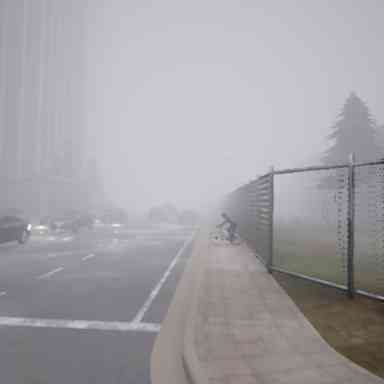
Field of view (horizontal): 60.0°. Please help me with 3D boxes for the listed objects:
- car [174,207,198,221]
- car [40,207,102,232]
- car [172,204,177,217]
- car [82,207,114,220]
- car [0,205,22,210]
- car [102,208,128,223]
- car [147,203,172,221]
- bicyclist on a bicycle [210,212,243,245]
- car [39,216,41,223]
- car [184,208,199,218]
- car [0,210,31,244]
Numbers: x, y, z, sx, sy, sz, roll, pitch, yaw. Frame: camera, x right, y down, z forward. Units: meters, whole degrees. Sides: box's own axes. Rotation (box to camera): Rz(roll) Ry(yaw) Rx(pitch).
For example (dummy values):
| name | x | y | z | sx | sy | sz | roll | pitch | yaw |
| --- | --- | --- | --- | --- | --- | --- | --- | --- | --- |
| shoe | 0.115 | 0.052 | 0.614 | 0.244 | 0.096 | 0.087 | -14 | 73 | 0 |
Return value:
| name | x | y | z | sx | sy | sz | roll | pitch | yaw |
| --- | --- | --- | --- | --- | --- | --- | --- | --- | --- |
| car | -0.630 | 2.875 | 41.420 | 1.994 | 1.385 | 4.181 | 1 | -2 | 4 |
| car | -8.788 | 2.083 | 24.714 | 2.128 | 1.511 | 4.902 | 1 | -2 | 3 |
| car | -3.568 | 2.799 | 51.603 | 2.150 | 2.045 | 5.566 | 1 | -2 | 4 |
| car | -11.306 | 2.598 | 40.566 | 2.033 | 1.411 | 5.357 | 1 | -2 | 4 |
| car | -12.490 | 1.755 | 21.376 | 2.097 | 1.767 | 4.553 | 1 | -2 | 3 |
| car | -8.151 | 2.447 | 35.115 | 1.837 | 1.490 | 4.892 | 1 | -2 | 4 |
| car | -4.141 | 2.582 | 41.302 | 2.097 | 1.767 | 4.553 | 1 | -2 | 4 |
| bicyclist on a bicycle | 1.741 | 1.865 | 16.802 | 1.656 | 1.620 | 0.582 | 1 | -2 | 3 |
| car | -11.974 | 2.257 | 29.976 | 1.994 | 1.385 | 4.181 | 1 | -2 | 4 |
| car | -0.036 | 3.270 | 52.070 | 1.895 | 1.301 | 4.718 | 1 | -2 | 4 |
| car | -9.352 | 1.779 | 15.314 | 1.837 | 1.490 | 4.892 | 1 | -2 | 3 |
